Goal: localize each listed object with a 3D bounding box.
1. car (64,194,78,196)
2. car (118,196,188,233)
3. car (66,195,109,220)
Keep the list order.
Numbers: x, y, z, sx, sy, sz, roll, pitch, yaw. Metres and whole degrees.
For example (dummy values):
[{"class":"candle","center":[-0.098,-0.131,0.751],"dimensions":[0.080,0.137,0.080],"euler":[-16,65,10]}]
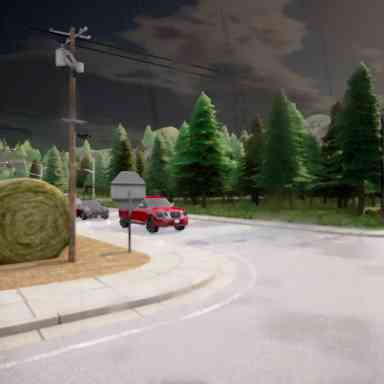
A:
[{"class":"car","center":[-16.533,1.254,43.903],"dimensions":[2.150,2.045,5.566],"euler":[0,0,-38]},{"class":"car","center":[-2.543,1.255,20.384],"dimensions":[2.150,2.045,5.566],"euler":[0,0,-38]},{"class":"car","center":[-8.795,1.385,28.273],"dimensions":[2.097,1.767,4.553],"euler":[0,0,-38]}]
